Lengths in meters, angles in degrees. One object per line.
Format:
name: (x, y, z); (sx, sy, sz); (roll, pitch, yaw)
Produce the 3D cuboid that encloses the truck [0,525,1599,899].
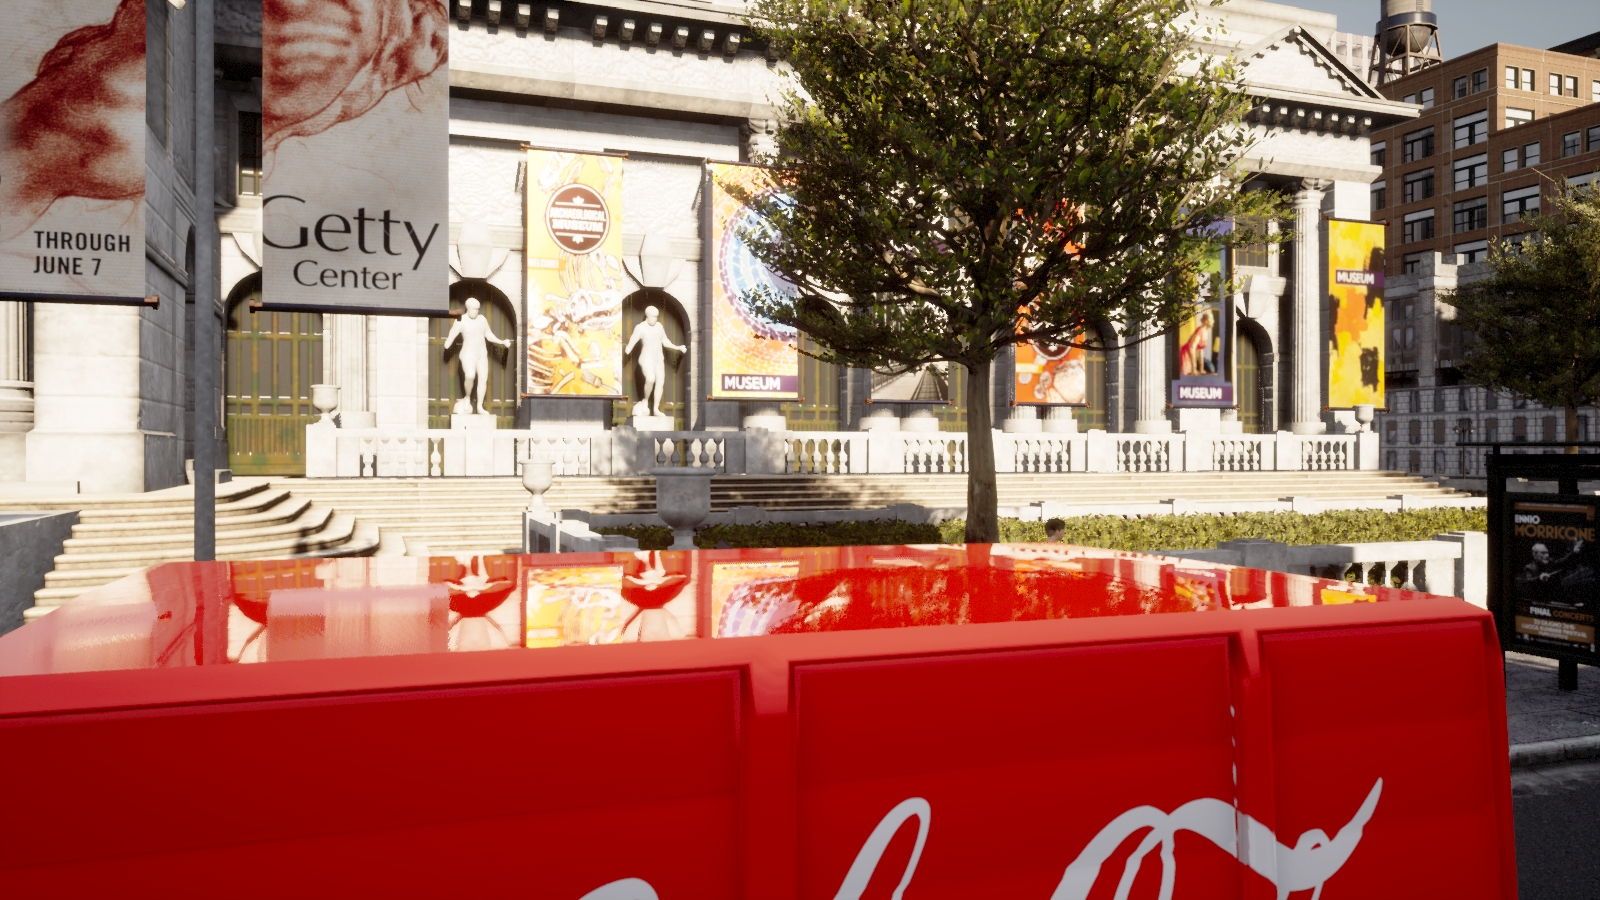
truck: (-1.017, 1.567, 2.926); (5.204, 2.467, 2.627); (0, 0, -20)
